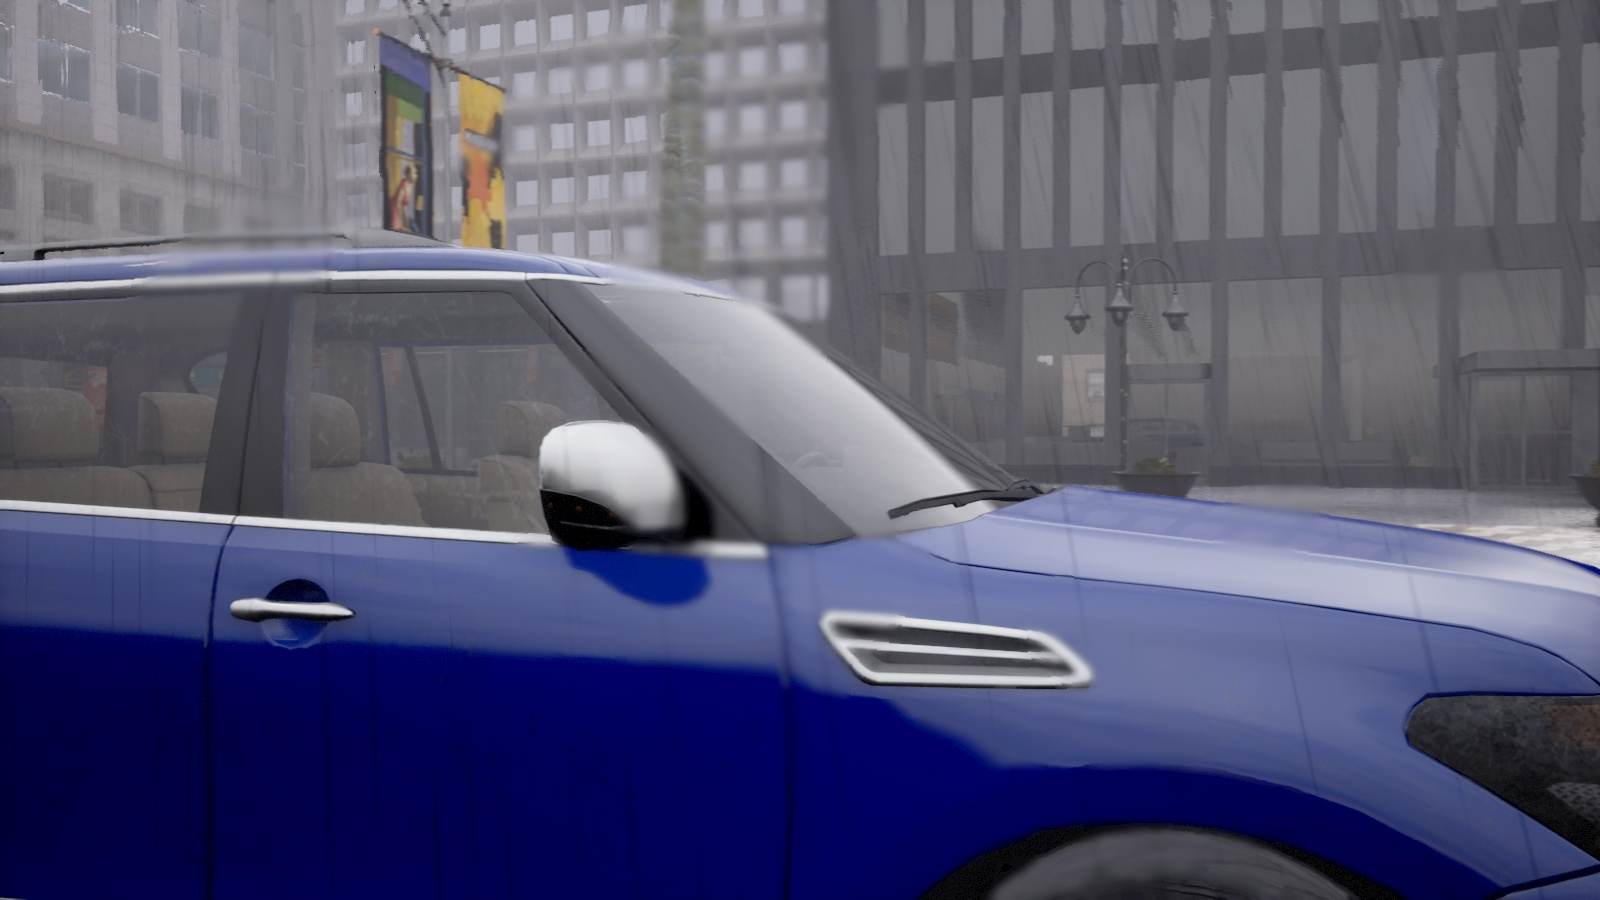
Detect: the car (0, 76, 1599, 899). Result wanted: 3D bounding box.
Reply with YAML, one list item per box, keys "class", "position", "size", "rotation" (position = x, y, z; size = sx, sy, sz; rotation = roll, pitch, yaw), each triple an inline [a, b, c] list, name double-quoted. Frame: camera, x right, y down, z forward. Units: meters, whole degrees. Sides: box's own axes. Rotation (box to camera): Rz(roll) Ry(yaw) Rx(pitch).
- class: "car"
  position: [-0.777, 0.487, 3.450]
  size: [5.566, 2.045, 2.150]
  rotation: [1, 1, 19]
